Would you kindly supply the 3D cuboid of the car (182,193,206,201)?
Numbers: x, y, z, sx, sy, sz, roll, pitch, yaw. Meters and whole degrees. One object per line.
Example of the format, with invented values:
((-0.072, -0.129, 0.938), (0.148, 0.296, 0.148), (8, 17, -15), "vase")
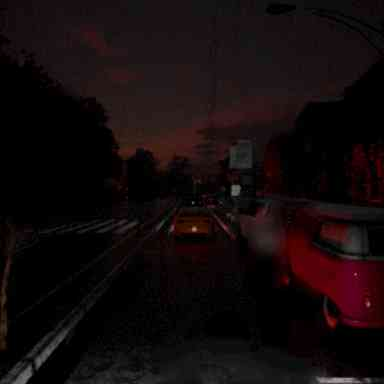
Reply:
((0.093, 1.170, 35.739), (2.150, 2.045, 5.566), (0, 0, 0), "car")

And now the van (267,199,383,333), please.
((3.049, 1.253, 6.839), (1.878, 1.987, 4.442), (0, 0, 0), "van")

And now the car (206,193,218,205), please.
((2.915, 1.217, 51.192), (1.837, 1.490, 4.892), (0, 2, 0), "car")

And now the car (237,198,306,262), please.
((3.047, 1.223, 12.297), (2.435, 2.045, 5.566), (0, 0, 0), "car")

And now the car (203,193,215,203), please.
((2.913, 0.953, 59.043), (1.882, 1.535, 5.008), (0, 2, 0), "car")

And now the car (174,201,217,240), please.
((0.096, 1.466, 17.016), (1.882, 1.535, 5.008), (0, 0, 0), "car")
